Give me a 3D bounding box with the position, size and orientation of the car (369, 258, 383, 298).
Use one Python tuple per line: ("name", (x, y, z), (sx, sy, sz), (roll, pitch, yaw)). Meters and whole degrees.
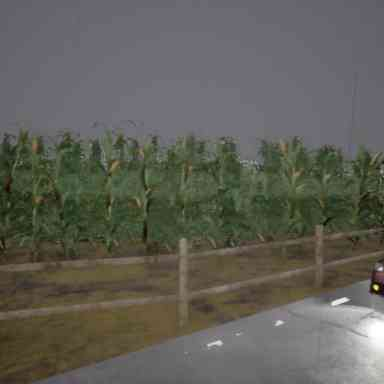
("car", (5.621, 1.550, 7.059), (4.181, 1.385, 1.994), (0, 0, -35))
